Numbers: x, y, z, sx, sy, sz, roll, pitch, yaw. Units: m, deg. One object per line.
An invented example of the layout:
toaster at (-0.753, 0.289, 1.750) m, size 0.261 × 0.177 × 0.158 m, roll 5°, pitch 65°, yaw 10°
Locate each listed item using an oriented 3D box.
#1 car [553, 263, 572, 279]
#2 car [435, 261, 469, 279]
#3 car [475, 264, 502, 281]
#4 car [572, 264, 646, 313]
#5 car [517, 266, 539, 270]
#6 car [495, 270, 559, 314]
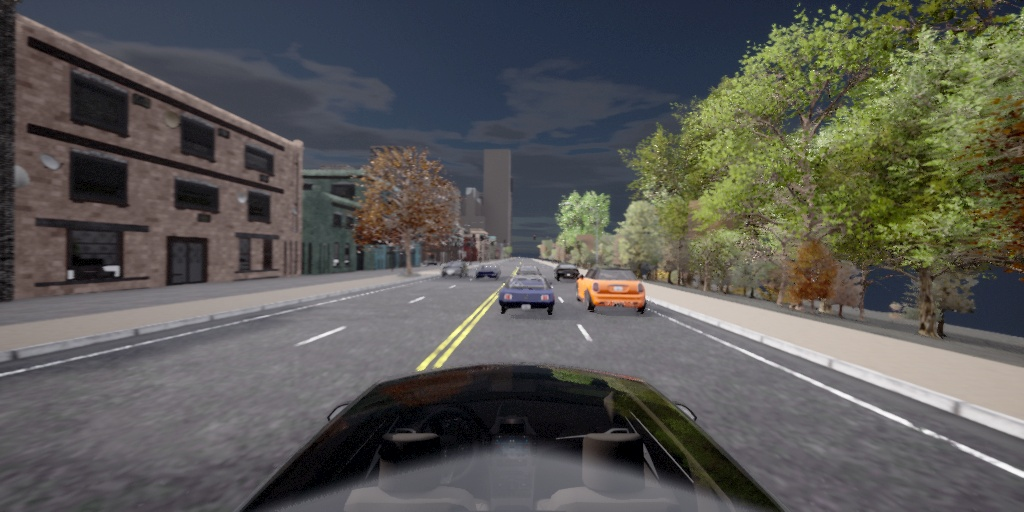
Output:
car at (4.738, 1.382, 31.693) m, size 1.882 × 1.535 × 5.008 m, roll 1°, pitch 0°, yaw 3°
car at (-5.142, 1.237, 32.854) m, size 2.128 × 1.511 × 4.902 m, roll 1°, pitch 0°, yaw 2°
car at (-1.966, 1.393, 30.833) m, size 1.895 × 1.301 × 4.718 m, roll 1°, pitch 0°, yaw 3°
car at (3.916, 1.200, 14.913) m, size 2.097 × 1.767 × 4.553 m, roll 1°, pitch 0°, yaw 3°
car at (1.353, 1.443, 28.957) m, size 1.895 × 1.301 × 4.718 m, roll 1°, pitch 0°, yaw 3°
car at (0.604, 1.392, 13.978) m, size 1.895 × 1.301 × 4.718 m, roll 1°, pitch 0°, yaw 3°
